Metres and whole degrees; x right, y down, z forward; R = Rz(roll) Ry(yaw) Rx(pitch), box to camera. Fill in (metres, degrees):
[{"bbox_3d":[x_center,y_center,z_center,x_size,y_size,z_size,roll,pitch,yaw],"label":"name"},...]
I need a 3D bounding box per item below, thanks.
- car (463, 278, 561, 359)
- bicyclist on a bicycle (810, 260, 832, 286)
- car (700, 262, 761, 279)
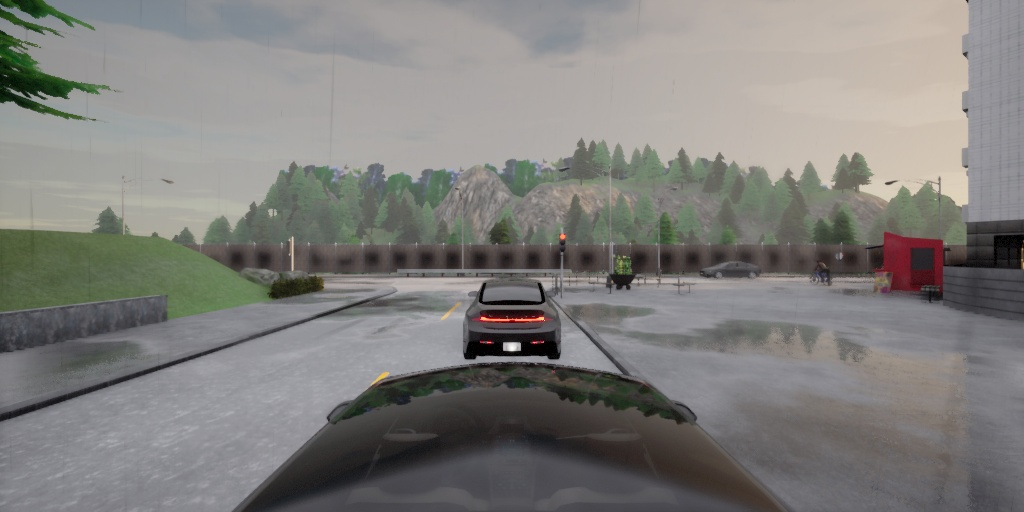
[{"bbox_3d":[-0.001,1.255,8.357,1.837,1.490,4.892,0,0,0],"label":"car"},{"bbox_3d":[19.804,1.099,22.992,0.582,1.620,1.656,0,0,-1],"label":"bicyclist on a bicycle"},{"bbox_3d":[19.040,1.252,31.384,4.892,1.490,1.837,-1,0,-1],"label":"car"}]
